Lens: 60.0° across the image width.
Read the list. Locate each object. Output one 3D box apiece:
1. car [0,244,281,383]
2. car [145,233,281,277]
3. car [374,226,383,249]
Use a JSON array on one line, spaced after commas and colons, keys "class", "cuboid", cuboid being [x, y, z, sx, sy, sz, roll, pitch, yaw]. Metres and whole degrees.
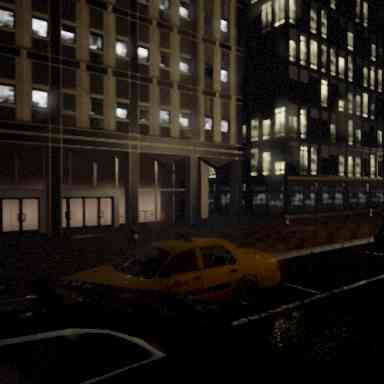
[{"class": "car", "cuboid": [-1.818, 1.494, 2.082, 4.902, 1.511, 2.128, -1, 0, -36]}, {"class": "car", "cuboid": [-0.384, 1.501, 6.285, 4.829, 1.417, 1.752, -1, 1, -36]}, {"class": "car", "cuboid": [8.768, 1.457, 12.817, 4.313, 1.339, 1.947, -1, 1, -36]}]
